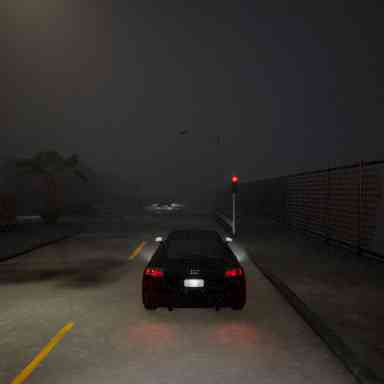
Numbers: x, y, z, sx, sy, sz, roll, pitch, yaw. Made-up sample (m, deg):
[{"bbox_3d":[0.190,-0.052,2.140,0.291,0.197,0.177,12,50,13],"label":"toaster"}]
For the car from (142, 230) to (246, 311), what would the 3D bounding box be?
[{"bbox_3d":[0.045,1.564,7.827,1.994,1.385,4.181,0,0,0],"label":"car"}]

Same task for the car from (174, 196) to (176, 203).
[{"bbox_3d":[-4.183,1.491,66.512,2.128,1.511,4.902,0,0,0],"label":"car"}]

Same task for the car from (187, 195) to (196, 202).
[{"bbox_3d":[-0.179,1.524,75.556,1.812,1.442,4.674,0,0,0],"label":"car"}]

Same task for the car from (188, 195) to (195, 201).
[{"bbox_3d":[-0.205,1.524,85.797,1.812,1.442,4.674,0,0,0],"label":"car"}]

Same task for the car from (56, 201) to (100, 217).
[{"bbox_3d":[-10.655,1.563,30.745,4.181,1.385,1.994,0,0,-6],"label":"car"}]

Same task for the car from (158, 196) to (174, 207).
[{"bbox_3d":[-4.215,1.477,51.858,1.882,1.535,5.008,0,0,0],"label":"car"}]
